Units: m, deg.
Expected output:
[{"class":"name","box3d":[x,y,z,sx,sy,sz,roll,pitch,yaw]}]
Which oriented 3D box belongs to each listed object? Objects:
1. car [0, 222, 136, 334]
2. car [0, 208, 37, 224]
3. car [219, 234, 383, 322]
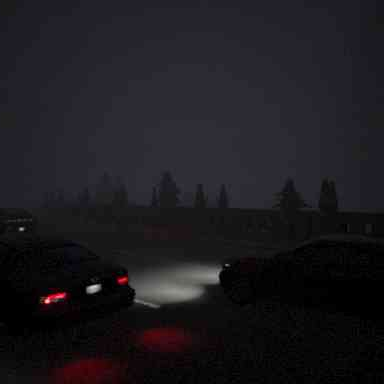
[{"class":"car","box3d":[-3.478,1.609,6.916,5.357,1.411,2.033,-1,-1,40]},{"class":"car","box3d":[-10.126,1.658,18.410,2.128,1.511,4.902,0,-1,-42]},{"class":"car","box3d":[2.750,1.565,6.482,4.674,1.442,1.812,-1,0,37]}]
